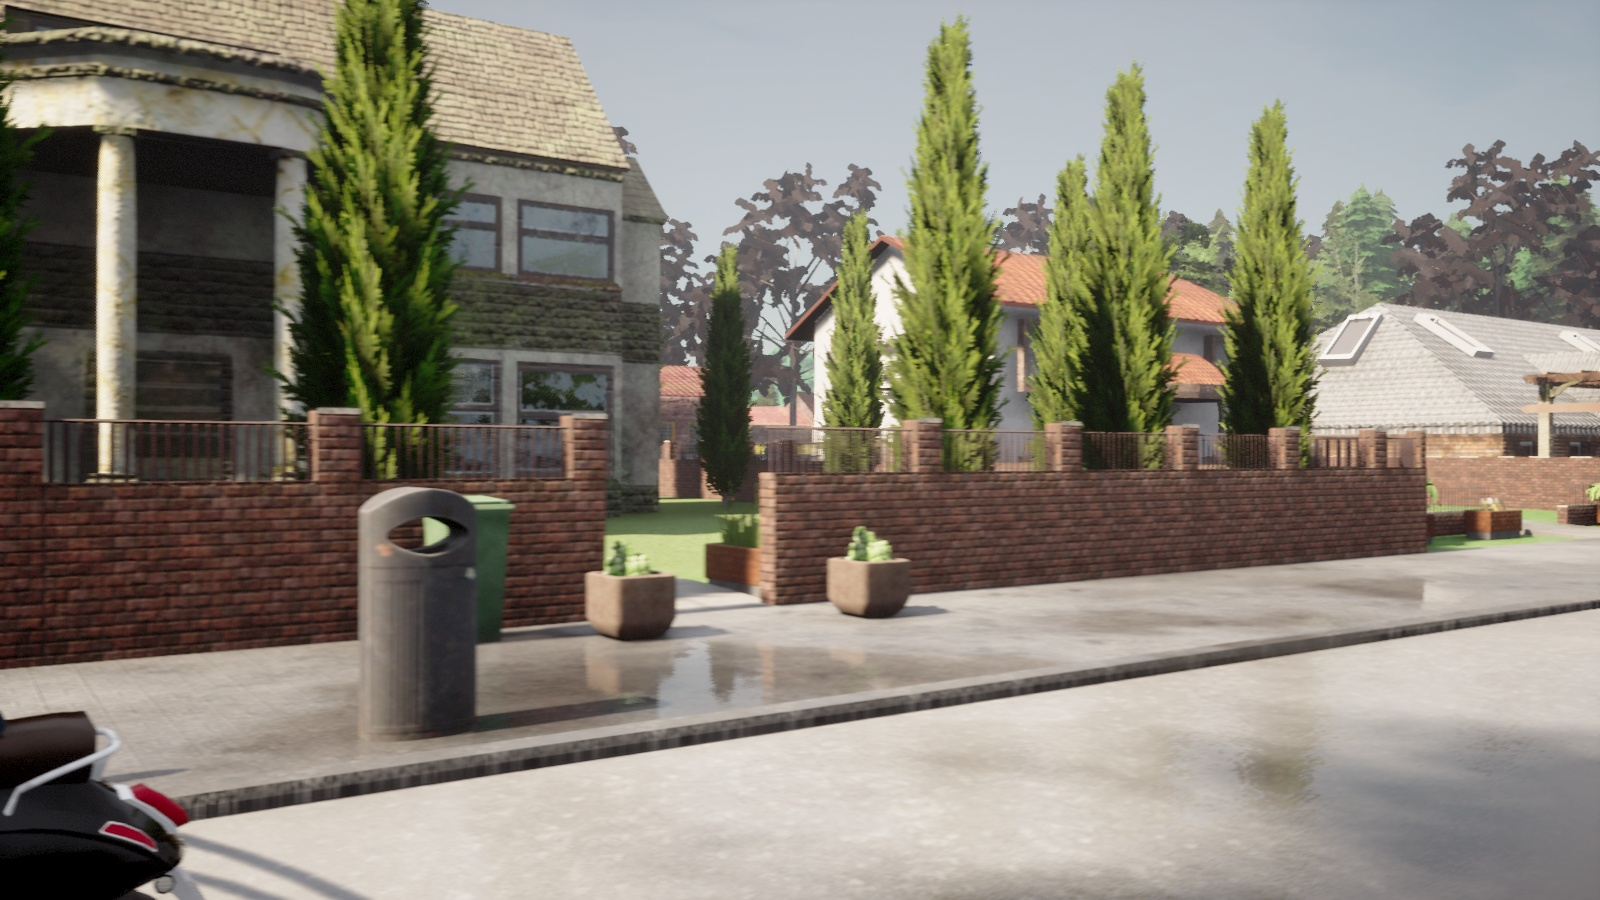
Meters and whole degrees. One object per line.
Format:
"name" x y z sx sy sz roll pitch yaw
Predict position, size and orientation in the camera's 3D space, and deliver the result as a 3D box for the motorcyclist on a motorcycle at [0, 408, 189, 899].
"motorcyclist on a motorcycle" -2.353 0.710 2.629 1.817 1.590 0.866 0 0 -35
